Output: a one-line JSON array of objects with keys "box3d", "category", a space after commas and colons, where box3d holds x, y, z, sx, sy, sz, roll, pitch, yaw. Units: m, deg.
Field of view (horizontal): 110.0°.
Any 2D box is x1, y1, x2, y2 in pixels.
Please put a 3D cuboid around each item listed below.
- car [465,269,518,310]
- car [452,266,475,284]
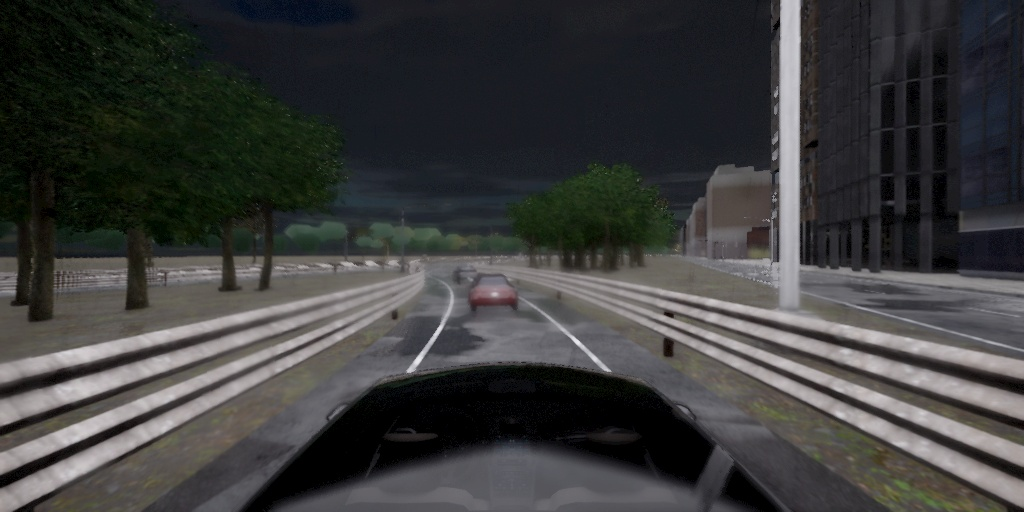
[{"box3d": [-0.916, 1.470, 15.792, 1.994, 1.385, 4.181, 0, -1, -7], "category": "car"}, {"box3d": [-4.061, 1.575, 30.975, 2.128, 1.511, 4.902, 0, 0, -16], "category": "car"}]
